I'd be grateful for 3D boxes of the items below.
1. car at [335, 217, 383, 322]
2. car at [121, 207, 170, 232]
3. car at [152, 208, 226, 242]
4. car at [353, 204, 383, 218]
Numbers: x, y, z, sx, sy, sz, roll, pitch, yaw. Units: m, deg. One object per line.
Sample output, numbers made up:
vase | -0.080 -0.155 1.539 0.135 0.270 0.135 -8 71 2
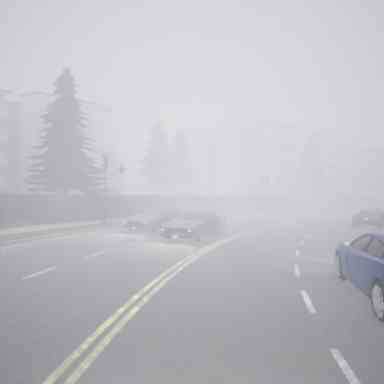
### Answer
car | 4.547 1.573 7.238 1.882 1.535 5.008 0 0 11
car | -2.077 1.644 20.714 2.033 1.411 5.357 0 0 26
car | 0.264 1.653 17.462 2.033 1.411 5.357 0 0 23
car | 13.473 1.865 24.845 1.994 1.385 4.181 0 -1 40
